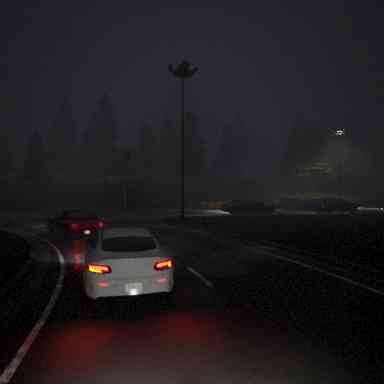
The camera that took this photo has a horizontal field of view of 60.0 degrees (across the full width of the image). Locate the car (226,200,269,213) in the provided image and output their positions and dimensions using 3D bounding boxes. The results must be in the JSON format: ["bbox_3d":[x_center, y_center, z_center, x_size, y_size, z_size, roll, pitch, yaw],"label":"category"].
[{"bbox_3d":[6.077,1.548,36.421,4.181,1.385,1.994,0,0,-14],"label":"car"}]

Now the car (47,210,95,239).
[{"bbox_3d":[-6.180,1.592,17.413,1.895,1.301,4.718,0,0,-35],"label":"car"}]

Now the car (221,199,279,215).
[{"bbox_3d":[5.690,1.587,32.729,4.718,1.301,1.895,0,0,-14],"label":"car"}]

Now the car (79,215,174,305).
[{"bbox_3d":[-1.664,1.522,8.124,1.812,1.442,4.674,0,0,-16],"label":"car"}]

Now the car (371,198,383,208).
[{"bbox_3d":[27.089,1.546,45.129,4.181,1.385,1.994,0,0,-14],"label":"car"}]

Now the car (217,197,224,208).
[{"bbox_3d":[5.622,1.547,39.909,4.181,1.385,1.994,0,0,-14],"label":"car"}]

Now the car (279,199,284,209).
[{"bbox_3d":[13.333,1.458,45.382,5.008,1.535,1.882,0,0,-14],"label":"car"}]

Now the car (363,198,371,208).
[{"bbox_3d":[26.005,1.544,48.467,4.181,1.385,1.994,0,0,-14],"label":"car"}]

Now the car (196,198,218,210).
[{"bbox_3d":[2.969,1.458,42.865,5.008,1.535,1.882,0,0,-14],"label":"car"}]

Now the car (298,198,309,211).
[{"bbox_3d":[15.437,1.461,38.696,5.008,1.535,1.882,0,0,-14],"label":"car"}]

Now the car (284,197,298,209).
[{"bbox_3d":[14.763,1.474,42.132,4.902,1.511,2.128,0,0,-14],"label":"car"}]

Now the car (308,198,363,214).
[{"bbox_3d":[15.133,1.511,35.052,4.674,1.442,1.812,0,0,-13],"label":"car"}]
